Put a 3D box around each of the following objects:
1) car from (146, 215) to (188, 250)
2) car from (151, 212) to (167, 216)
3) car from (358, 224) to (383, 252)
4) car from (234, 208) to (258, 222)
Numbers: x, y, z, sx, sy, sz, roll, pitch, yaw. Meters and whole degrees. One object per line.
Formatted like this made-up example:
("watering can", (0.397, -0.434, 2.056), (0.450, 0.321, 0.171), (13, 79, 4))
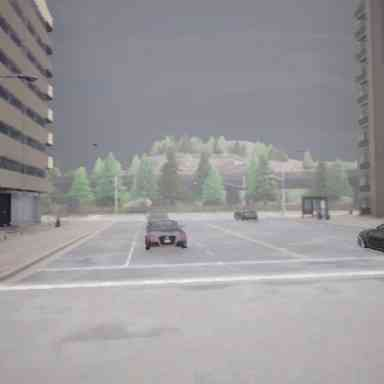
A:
("car", (-1.385, 2.159, 17.430), (1.994, 1.385, 4.181), (-1, -2, -7))
("car", (-2.797, 2.477, 28.444), (1.837, 1.490, 4.892), (-1, -2, -7))
("car", (8.872, 1.950, 14.159), (1.994, 1.385, 4.181), (-2, -2, 1))
("car", (6.400, 2.723, 39.889), (2.128, 1.511, 4.902), (-1, -2, -7))
